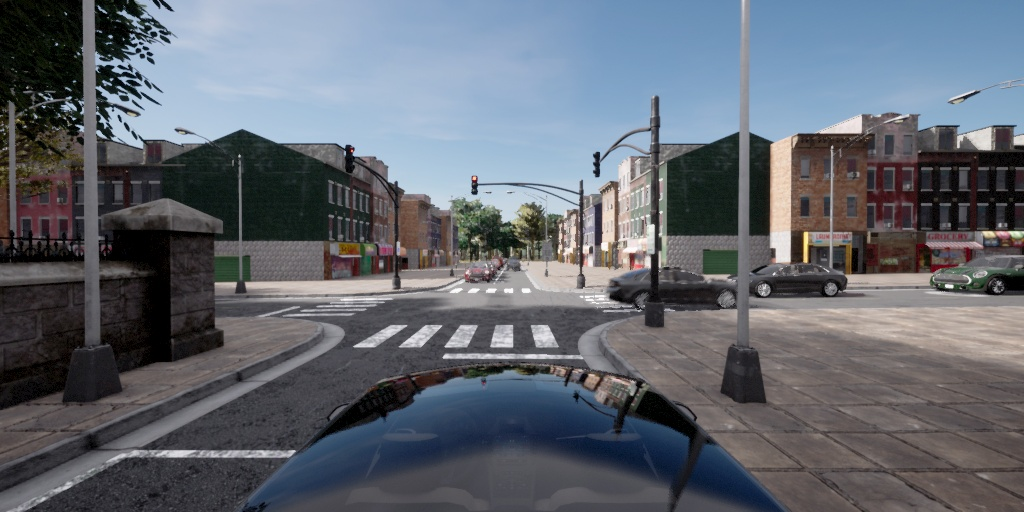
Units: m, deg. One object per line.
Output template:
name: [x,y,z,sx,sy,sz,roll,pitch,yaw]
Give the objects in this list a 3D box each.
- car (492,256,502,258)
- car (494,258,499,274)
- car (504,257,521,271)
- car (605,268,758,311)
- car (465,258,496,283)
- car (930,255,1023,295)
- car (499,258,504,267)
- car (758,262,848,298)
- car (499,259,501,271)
car: [-2.832,1.254,60.907,1.801,1.575,5.366,0,0,0]
car: [-2.537,1.201,33.532,1.967,1.591,4.097,0,0,0]
car: [0.260,1.274,51.117,2.128,1.511,4.902,0,0,0]
car: [6.001,1.170,13.393,4.892,1.490,1.837,-1,0,0]
car: [-2.555,1.197,28.097,1.967,1.591,4.097,0,0,0]
car: [22.100,0.762,16.280,4.553,1.767,2.097,-1,1,0]
car: [-2.483,1.326,49.835,1.888,1.381,4.507,0,0,0]
car: [12.322,1.045,16.316,4.892,1.490,1.837,-1,1,0]
car: [-2.519,1.333,38.966,1.948,1.339,4.313,0,0,0]
